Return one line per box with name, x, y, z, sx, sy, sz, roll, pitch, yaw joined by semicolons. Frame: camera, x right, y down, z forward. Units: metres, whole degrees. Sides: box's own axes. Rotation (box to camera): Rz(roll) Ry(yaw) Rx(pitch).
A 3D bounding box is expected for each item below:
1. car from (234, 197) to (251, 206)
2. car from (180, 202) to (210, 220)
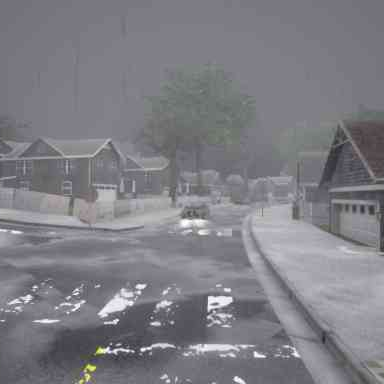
car;8.199;1.526;53.682;2.033;1.411;5.357;0;0;22
car;0.360;1.548;28.167;1.994;1.385;4.181;0;0;12
